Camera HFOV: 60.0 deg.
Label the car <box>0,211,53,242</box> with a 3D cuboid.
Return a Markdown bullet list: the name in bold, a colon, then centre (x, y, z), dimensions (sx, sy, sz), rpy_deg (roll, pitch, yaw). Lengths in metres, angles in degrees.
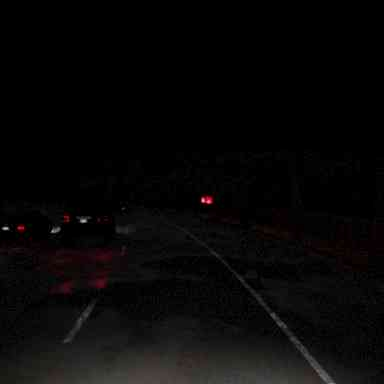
- **car**: centre (-8.718, 1.697, 17.246), dimensions (2.033, 1.411, 5.357), rpy_deg (0, 0, -11)

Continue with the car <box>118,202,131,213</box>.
- **car**: centre (-8.867, 1.901, 41.176), dimensions (1.994, 1.385, 4.181), rpy_deg (0, 0, -23)

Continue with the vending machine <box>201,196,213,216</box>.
- **vending machine**: centre (1.622, 1.478, 36.212), dimensions (1.100, 2.100, 0.880), rpy_deg (0, 0, -19)

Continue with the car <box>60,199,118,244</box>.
- **car**: centre (-5.147, 1.364, 16.982), dimensions (2.150, 2.045, 5.566), rpy_deg (0, 0, -10)

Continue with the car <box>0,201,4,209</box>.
- **car**: centre (-28.479, 1.949, 48.348), dimensions (1.812, 1.442, 4.674), rpy_deg (0, 0, -32)

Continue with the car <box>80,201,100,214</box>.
- **car**: centre (-12.702, 1.869, 41.231), dimensions (1.812, 1.442, 4.674), rpy_deg (0, 0, -23)
